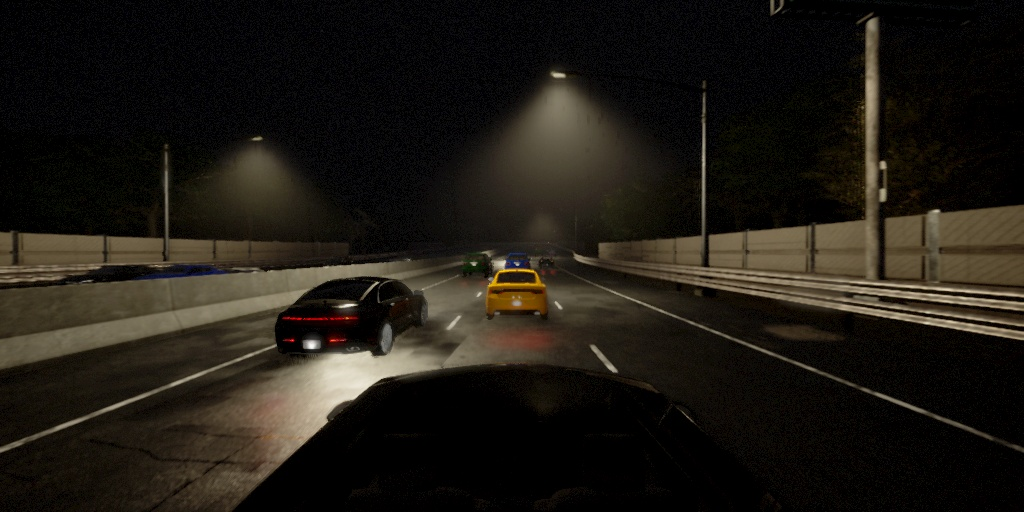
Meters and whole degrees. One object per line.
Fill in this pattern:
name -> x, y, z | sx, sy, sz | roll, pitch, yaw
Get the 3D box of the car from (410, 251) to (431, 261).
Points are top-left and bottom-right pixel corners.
car -> -15.983, 0.404, 61.462 | 1.994, 1.385, 4.181 | 0, 2, 4

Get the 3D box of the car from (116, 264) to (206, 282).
car -> -17.448, 1.185, 19.072 | 1.812, 1.442, 4.674 | 0, 0, 1

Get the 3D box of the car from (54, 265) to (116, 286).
car -> -20.947, 1.184, 19.133 | 1.812, 1.442, 4.674 | 0, 0, 1

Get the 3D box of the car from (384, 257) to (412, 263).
car -> -13.393, 0.962, 40.803 | 1.994, 1.385, 4.181 | 0, 1, 2

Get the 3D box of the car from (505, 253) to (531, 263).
car -> 0.517, 0.766, 31.826 | 2.150, 2.045, 5.566 | 0, 1, 1

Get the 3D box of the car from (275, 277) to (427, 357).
car -> -3.364, 1.236, 8.466 | 1.837, 1.490, 4.892 | 0, 0, 0

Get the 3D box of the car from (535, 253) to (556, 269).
car -> 4.366, 0.761, 45.812 | 2.128, 1.511, 4.902 | 0, 1, 2

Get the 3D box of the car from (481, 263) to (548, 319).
car -> 0.170, 1.186, 12.670 | 1.882, 1.535, 5.008 | 0, 0, 1

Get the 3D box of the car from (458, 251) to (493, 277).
car -> -2.989, 0.769, 31.666 | 2.150, 2.045, 5.566 | 0, 1, 1

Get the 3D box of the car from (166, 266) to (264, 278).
car -> -13.968, 1.269, 17.945 | 1.895, 1.301, 4.718 | 0, 0, 1

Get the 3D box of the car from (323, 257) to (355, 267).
car -> -20.331, 0.877, 42.373 | 1.837, 1.490, 4.892 | 0, 1, 2
